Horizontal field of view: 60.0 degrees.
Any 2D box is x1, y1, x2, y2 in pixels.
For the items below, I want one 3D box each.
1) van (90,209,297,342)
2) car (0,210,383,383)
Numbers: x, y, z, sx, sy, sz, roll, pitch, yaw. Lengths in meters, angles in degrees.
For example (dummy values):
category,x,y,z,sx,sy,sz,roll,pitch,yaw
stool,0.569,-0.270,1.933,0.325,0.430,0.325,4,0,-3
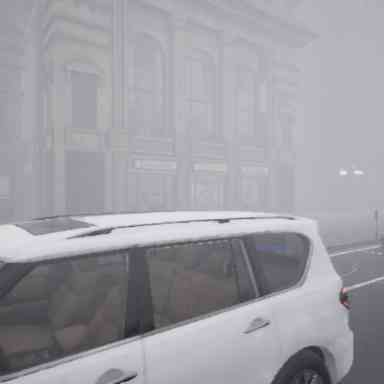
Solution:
category,x,y,z,sx,sy,sz,roll,pitch,yaw
van,0.178,1.334,6.796,3.998,1.788,1.690,0,0,-36
car,-0.943,1.224,2.695,5.566,2.045,2.150,0,0,-36
